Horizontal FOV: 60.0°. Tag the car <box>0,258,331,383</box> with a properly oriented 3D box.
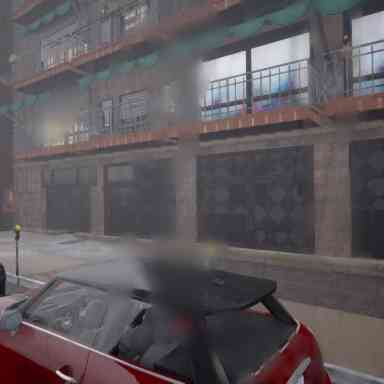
[{"bbox_3d":[-0.831,1.441,3.482,4.097,1.590,1.967,0,-1,36],"label":"car"}]
